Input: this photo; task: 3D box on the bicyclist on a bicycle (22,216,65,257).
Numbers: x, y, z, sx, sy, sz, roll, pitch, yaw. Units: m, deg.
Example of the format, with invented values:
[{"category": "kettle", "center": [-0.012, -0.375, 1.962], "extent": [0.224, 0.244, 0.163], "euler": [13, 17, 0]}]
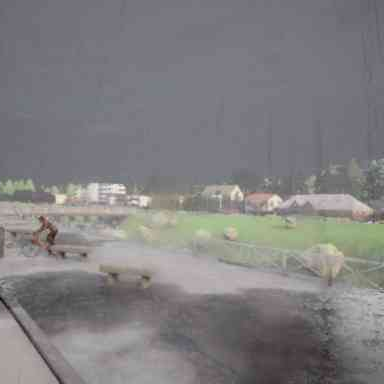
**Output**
[{"category": "bicyclist on a bicycle", "center": [-5.877, 1.777, 13.296], "extent": [1.656, 1.620, 0.582], "euler": [3, -3, -38]}]
